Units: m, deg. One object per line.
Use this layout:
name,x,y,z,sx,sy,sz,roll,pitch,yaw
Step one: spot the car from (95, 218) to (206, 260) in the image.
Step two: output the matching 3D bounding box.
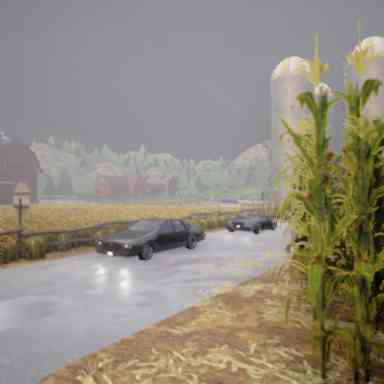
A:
car,-1.454,1.842,14.124,2.033,1.411,5.357,-1,-1,34

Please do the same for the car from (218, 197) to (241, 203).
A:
car,9.823,2.224,88.702,4.611,1.667,2.242,-1,0,35

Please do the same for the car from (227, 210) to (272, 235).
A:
car,3.962,1.915,21.835,1.994,1.385,4.181,-1,-1,35
